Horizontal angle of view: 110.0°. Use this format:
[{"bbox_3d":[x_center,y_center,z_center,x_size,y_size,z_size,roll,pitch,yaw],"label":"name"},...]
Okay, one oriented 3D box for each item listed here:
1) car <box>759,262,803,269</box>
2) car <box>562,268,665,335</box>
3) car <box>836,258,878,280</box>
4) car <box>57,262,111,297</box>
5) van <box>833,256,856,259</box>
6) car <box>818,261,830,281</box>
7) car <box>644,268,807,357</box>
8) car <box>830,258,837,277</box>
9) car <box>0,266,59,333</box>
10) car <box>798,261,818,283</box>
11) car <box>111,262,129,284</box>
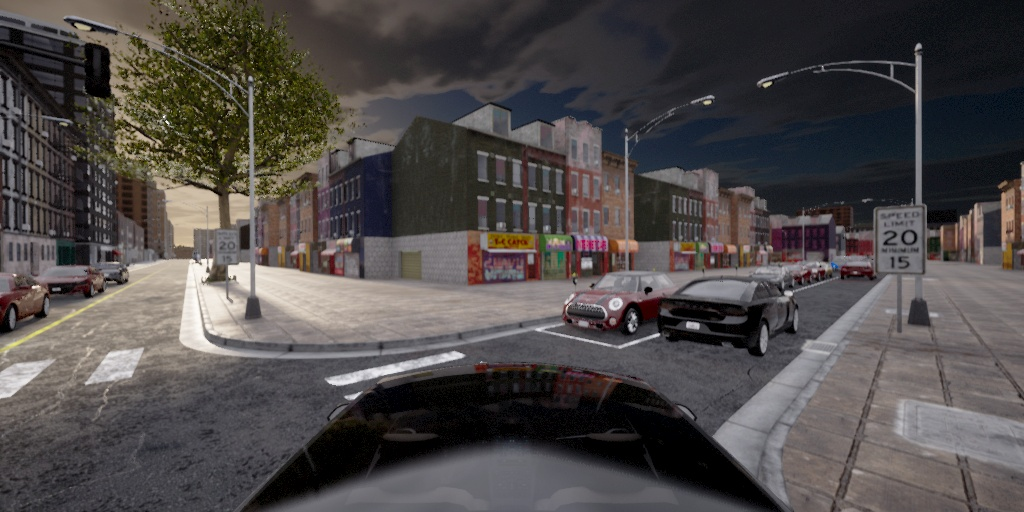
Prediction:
[{"bbox_3d":[15.390,1.240,21.255,4.403,1.370,2.007,0,0,-42],"label":"car"},{"bbox_3d":[3.277,1.174,10.345,4.097,1.591,1.967,0,0,-42],"label":"car"},{"bbox_3d":[28.474,1.128,29.420,5.008,1.535,1.882,0,0,-41],"label":"car"},{"bbox_3d":[-21.869,1.211,17.763,1.882,1.535,5.008,-1,1,-42],"label":"car"},{"bbox_3d":[39.615,0.955,43.075,3.998,1.789,1.690,0,0,-42],"label":"van"},{"bbox_3d":[23.465,1.102,28.528,4.097,1.591,1.967,0,0,-42],"label":"car"},{"bbox_3d":[5.390,1.209,8.698,5.008,1.535,1.882,0,0,-42],"label":"car"},{"bbox_3d":[27.376,1.174,32.052,4.829,1.417,1.751,0,0,-42],"label":"car"},{"bbox_3d":[-14.921,1.230,10.016,1.882,1.535,5.008,-1,1,-42],"label":"car"},{"bbox_3d":[19.427,1.220,24.892,4.507,1.381,1.888,0,0,-42],"label":"car"},{"bbox_3d":[-28.671,1.207,25.369,2.128,1.511,4.902,-1,1,-42],"label":"car"}]
